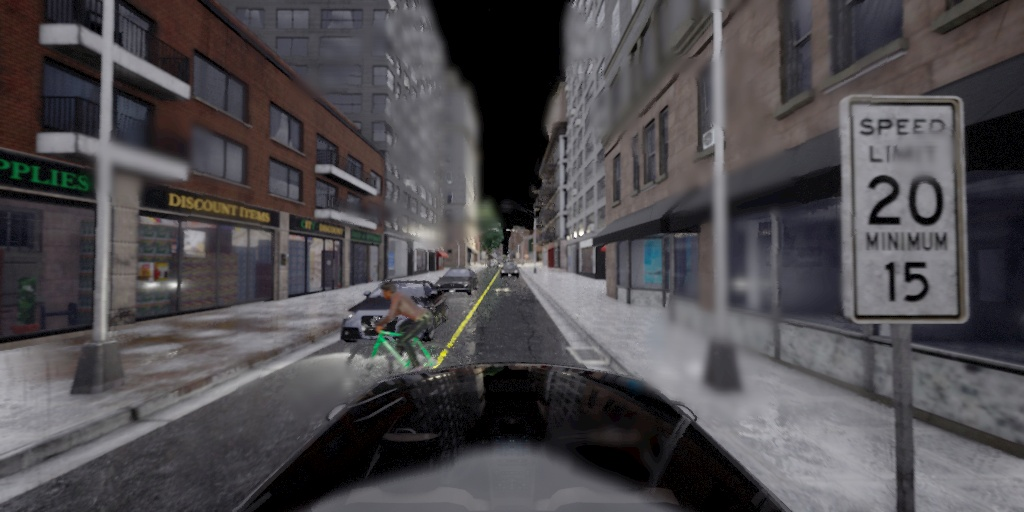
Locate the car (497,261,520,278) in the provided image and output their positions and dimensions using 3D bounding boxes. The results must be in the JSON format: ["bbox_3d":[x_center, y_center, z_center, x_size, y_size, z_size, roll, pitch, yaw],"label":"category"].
[{"bbox_3d":[-0.189,1.486,35.678,1.895,1.301,4.718,0,0,1],"label":"car"}]

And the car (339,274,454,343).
[{"bbox_3d":[-2.922,1.356,9.749,1.994,1.385,4.181,0,0,-2],"label":"car"}]

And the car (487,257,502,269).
[{"bbox_3d":[-3.342,1.406,63.213,2.128,1.511,4.902,0,0,0],"label":"car"}]

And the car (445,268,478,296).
[{"bbox_3d":[-2.997,1.387,20.588,2.033,1.411,5.357,0,0,0],"label":"car"}]

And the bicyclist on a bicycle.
[{"bbox_3d":[-1.721,1.222,5.529,1.656,1.620,0.582,-2,0,-1],"label":"bicyclist on a bicycle"}]
